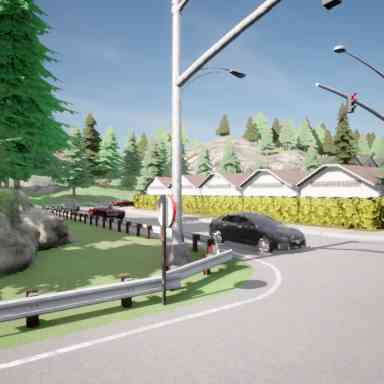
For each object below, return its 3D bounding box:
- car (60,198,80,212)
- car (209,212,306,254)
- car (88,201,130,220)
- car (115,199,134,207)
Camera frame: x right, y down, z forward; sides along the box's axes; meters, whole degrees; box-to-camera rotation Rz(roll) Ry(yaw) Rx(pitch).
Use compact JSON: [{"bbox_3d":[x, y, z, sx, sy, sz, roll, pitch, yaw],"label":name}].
[{"bbox_3d":[-15.218,1.538,41.331,2.097,1.767,4.553,0,0,-22],"label":"car"},{"bbox_3d":[2.718,1.696,14.828,1.837,1.490,4.892,0,0,-35],"label":"car"},{"bbox_3d":[-7.580,1.792,29.526,1.895,1.301,4.718,0,0,-35],"label":"car"},{"bbox_3d":[-10.958,1.777,53.332,1.895,1.301,4.718,0,0,33],"label":"car"}]
